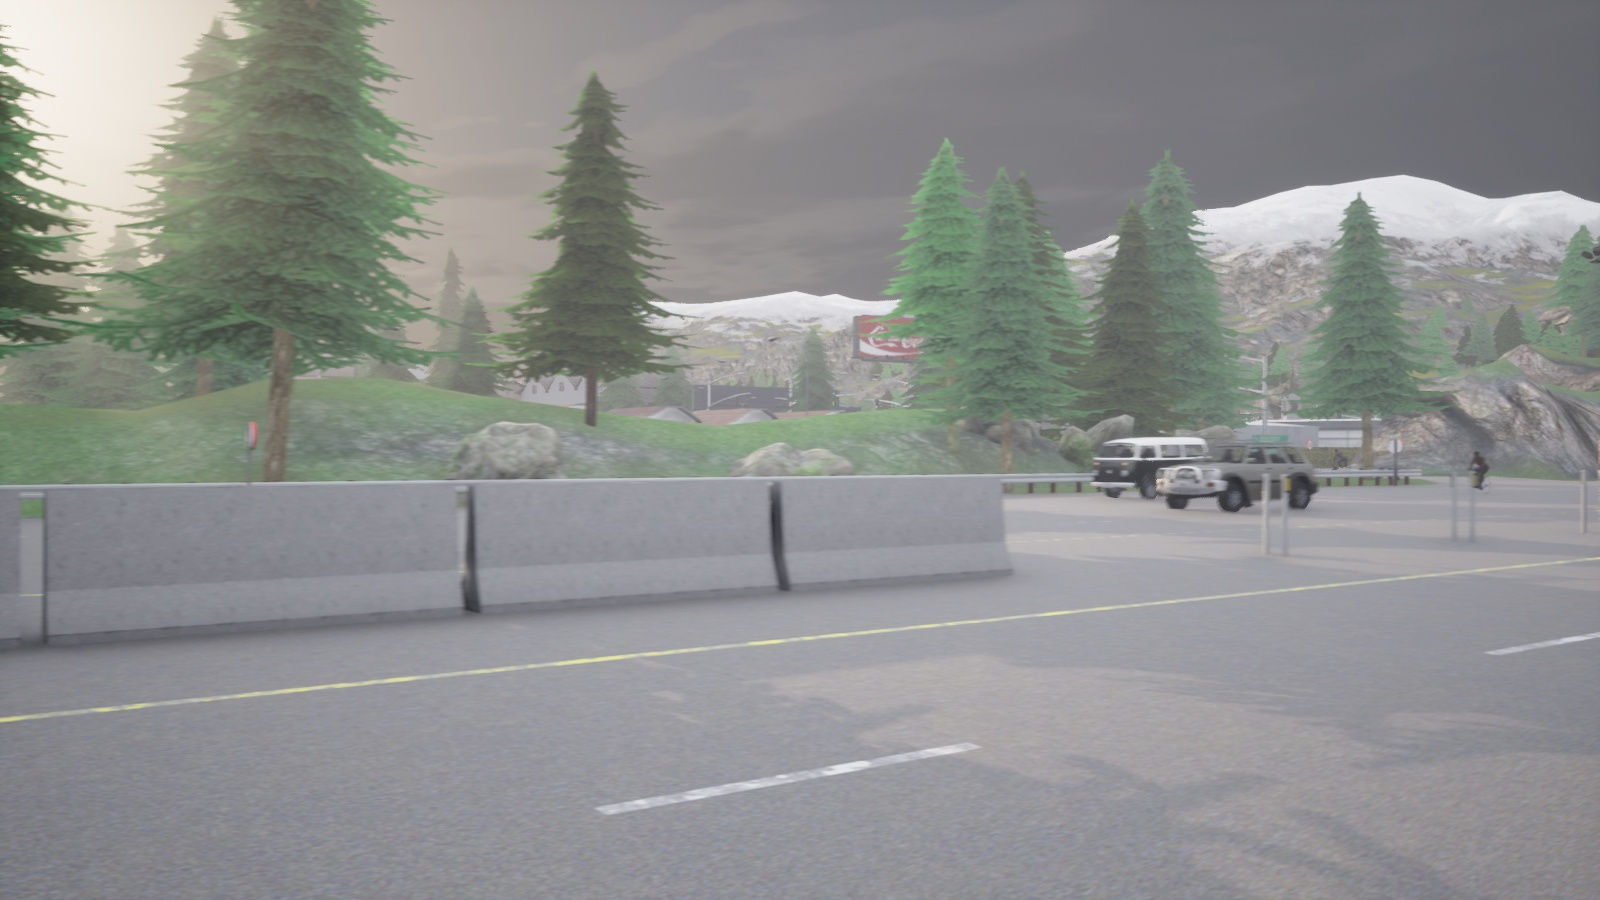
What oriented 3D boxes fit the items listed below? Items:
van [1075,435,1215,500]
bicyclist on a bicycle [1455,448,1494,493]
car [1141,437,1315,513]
[{"bbox_3d":[11.415,0.540,41.455,4.480,2.038,2.069,-1,0,-35],"label":"van"},{"bbox_3d":[25.073,0.755,46.696,1.656,1.620,0.582,0,0,-35],"label":"bicyclist on a bicycle"},{"bbox_3d":[11.210,0.615,32.783,4.605,1.855,1.932,0,0,-35],"label":"car"}]
